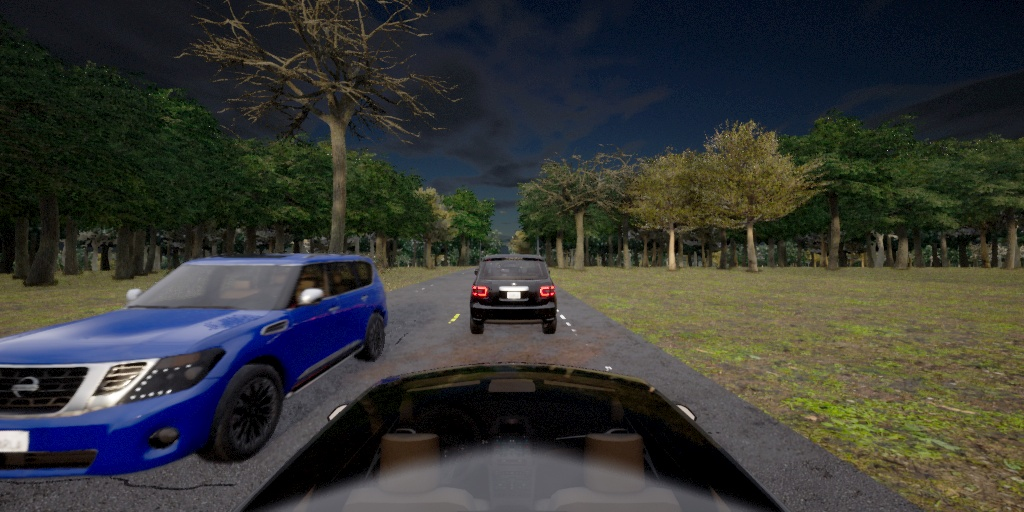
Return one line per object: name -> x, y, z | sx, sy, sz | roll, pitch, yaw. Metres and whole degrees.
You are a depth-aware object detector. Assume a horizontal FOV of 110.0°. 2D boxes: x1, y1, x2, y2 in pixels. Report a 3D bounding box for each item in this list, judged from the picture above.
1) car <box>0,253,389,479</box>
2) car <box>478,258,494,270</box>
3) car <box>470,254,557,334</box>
car -> -3.633, 0.973, 5.323 | 2.150, 2.045, 5.566 | 0, 0, -1
car -> -4.059, 1.217, 56.852 | 2.097, 1.767, 4.553 | 0, 0, 0
car -> 0.016, 0.976, 10.748 | 2.150, 2.045, 5.566 | 0, 0, -1
